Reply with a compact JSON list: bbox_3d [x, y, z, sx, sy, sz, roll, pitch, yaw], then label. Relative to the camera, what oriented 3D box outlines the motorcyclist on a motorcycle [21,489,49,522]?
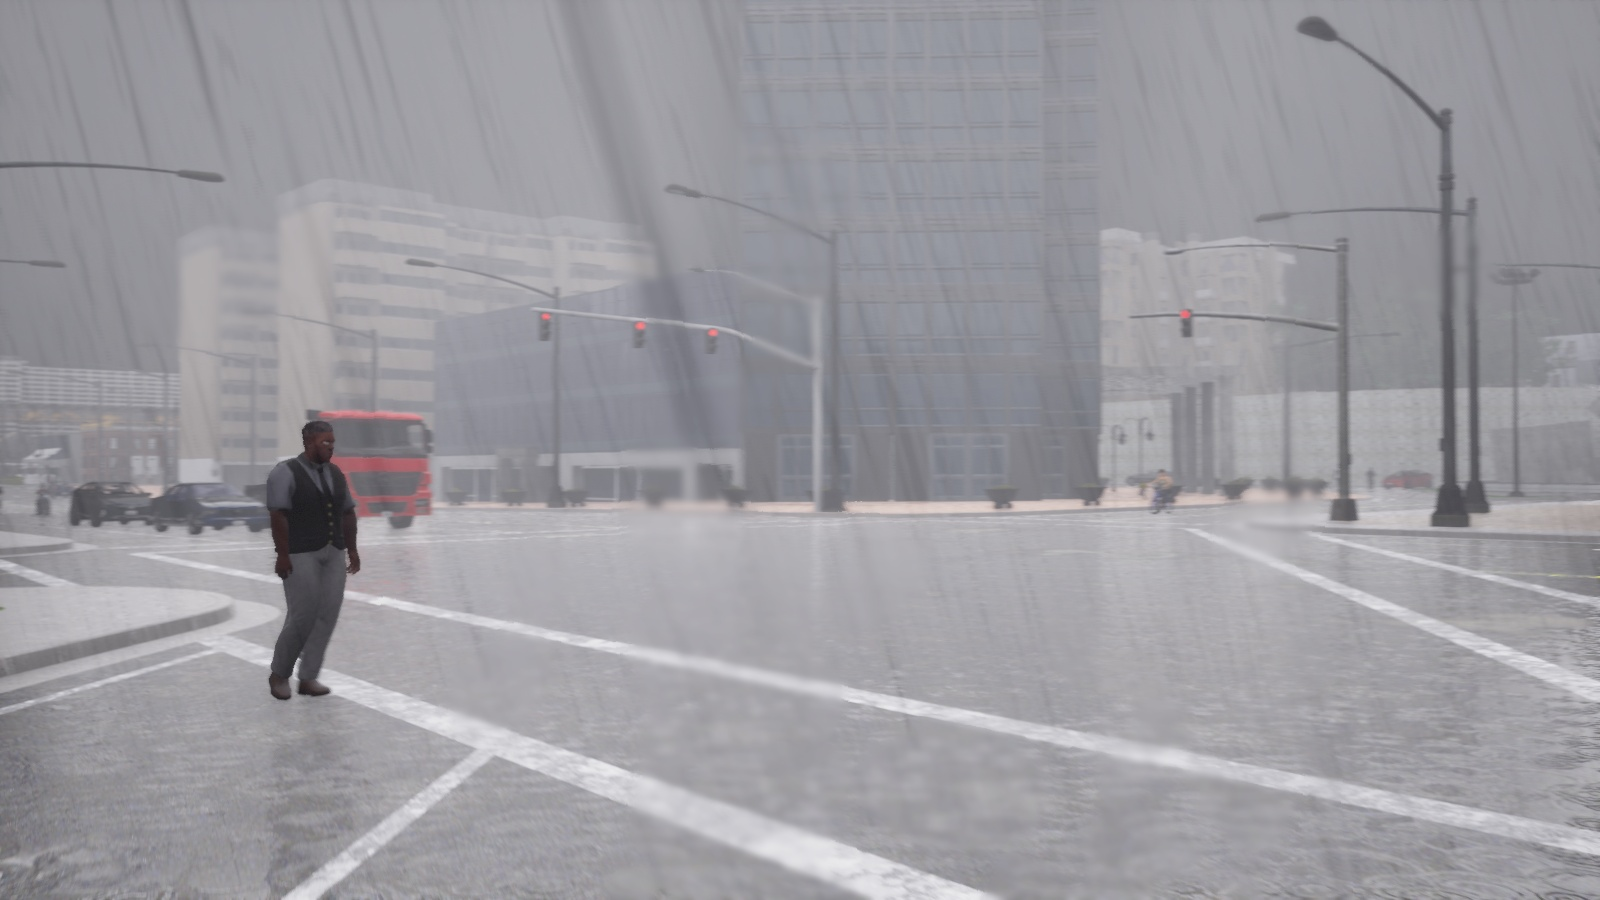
[{"bbox_3d":[-38.862,2.828,63.797,0.766,1.649,2.350,0,-2,-43],"label":"motorcyclist on a motorcycle"}]

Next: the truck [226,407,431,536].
[{"bbox_3d":[-14.298,0.720,37.639,2.891,3.462,7.936,0,-2,-43],"label":"truck"}]

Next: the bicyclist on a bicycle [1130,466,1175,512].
[{"bbox_3d":[12.579,1.386,44.784,1.509,1.612,0.866,0,-1,-43],"label":"bicyclist on a bicycle"}]

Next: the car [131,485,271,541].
[{"bbox_3d":[-16.898,1.731,35.291,2.033,1.411,5.357,0,-2,-43],"label":"car"}]

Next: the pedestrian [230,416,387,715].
[{"bbox_3d":[-3.277,0.735,8.371,0.849,1.883,0.563,-1,-1,30],"label":"pedestrian"}]

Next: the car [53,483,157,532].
[{"bbox_3d":[-23.415,1.925,42.227,2.007,1.525,4.514,0,-2,-43],"label":"car"}]
